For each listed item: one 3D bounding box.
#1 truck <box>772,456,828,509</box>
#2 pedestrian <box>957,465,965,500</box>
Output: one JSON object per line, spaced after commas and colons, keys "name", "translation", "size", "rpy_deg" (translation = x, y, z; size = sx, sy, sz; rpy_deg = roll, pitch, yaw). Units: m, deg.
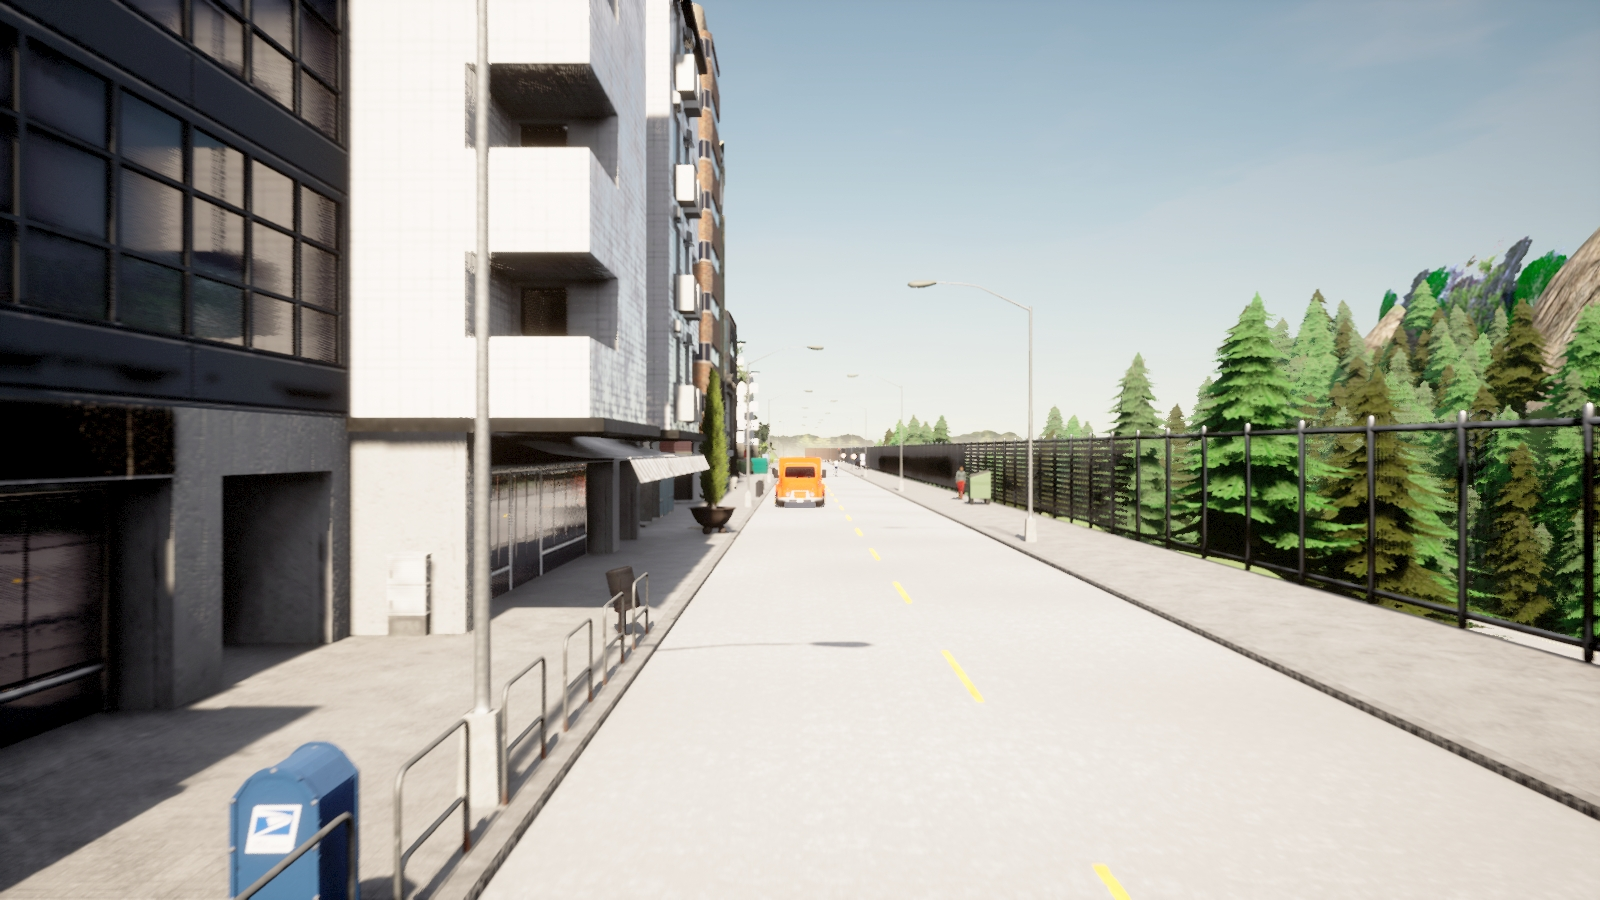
{"name": "truck", "translation": [-0.001, 1.568, 56.738], "size": [2.627, 2.467, 5.204], "rpy_deg": [0, 0, 0]}
{"name": "pedestrian", "translation": [8.654, 1.744, 61.312], "size": [0.375, 1.860, 0.375], "rpy_deg": [0, 0, 0]}
